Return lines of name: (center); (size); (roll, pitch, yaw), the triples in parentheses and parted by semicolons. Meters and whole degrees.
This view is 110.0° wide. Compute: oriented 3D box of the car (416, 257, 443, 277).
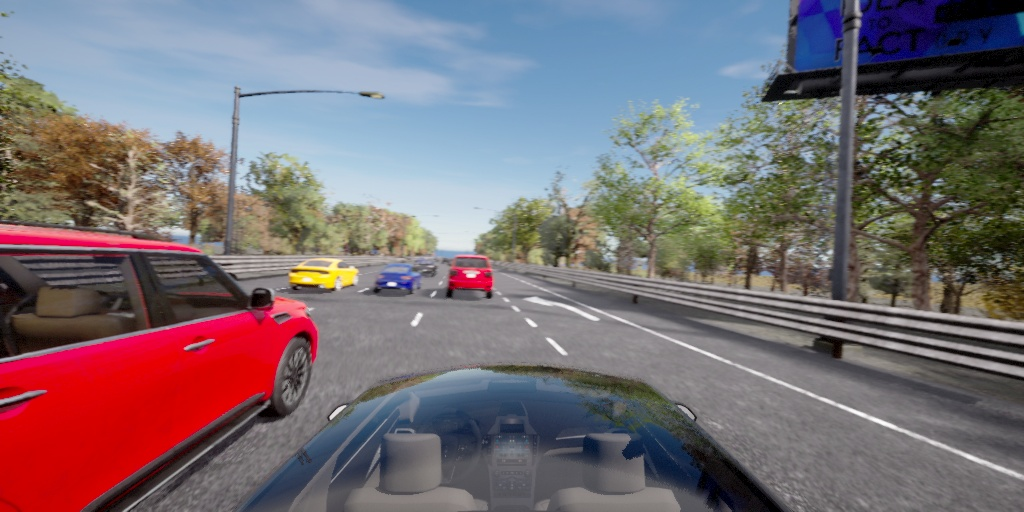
car: (-8.035, 1.080, 33.854); (2.128, 1.511, 4.902); (3, -1, -8)

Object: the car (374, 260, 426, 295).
car: (-5.725, 1.101, 18.357); (1.812, 1.442, 4.674); (3, 0, -8)

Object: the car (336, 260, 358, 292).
car: (-9.187, 0.867, 17.911); (1.882, 1.535, 5.008); (3, 0, -8)

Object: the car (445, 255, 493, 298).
car: (-2.248, 0.982, 18.861); (2.150, 2.045, 5.566); (3, 0, -8)

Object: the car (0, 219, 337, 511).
car: (-3.322, 0.801, 2.383); (2.150, 2.045, 5.566); (3, 0, -8)
